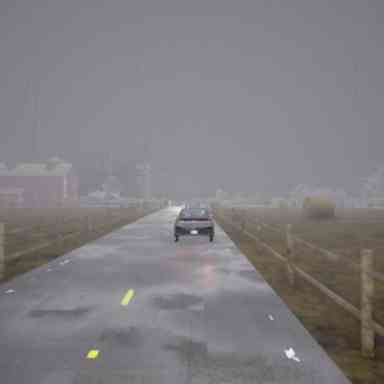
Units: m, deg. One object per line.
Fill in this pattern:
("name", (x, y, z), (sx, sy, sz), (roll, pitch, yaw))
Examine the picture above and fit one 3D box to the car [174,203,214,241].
("car", (0.099, 1.551, 16.924), (2.128, 1.511, 4.902), (0, 0, 0))
